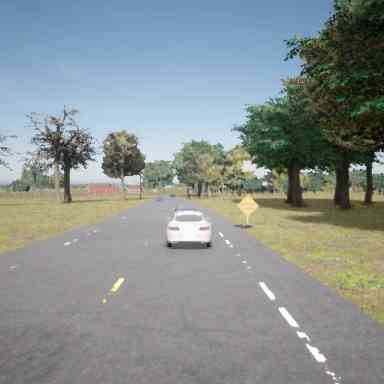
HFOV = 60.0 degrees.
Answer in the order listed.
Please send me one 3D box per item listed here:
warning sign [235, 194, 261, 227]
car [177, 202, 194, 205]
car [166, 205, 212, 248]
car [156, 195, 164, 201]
[{"bbox_3d":[3.306,1.097,19.768,1.300,1.860,1.060,1,1,-2],"label":"warning sign"},{"bbox_3d":[-0.599,1.588,29.758,1.895,1.301,4.718,0,0,-2],"label":"car"},{"bbox_3d":[-0.149,1.523,14.696,1.812,1.442,4.674,0,0,-1],"label":"car"},{"bbox_3d":[-7.425,1.376,76.443,2.033,1.411,5.357,0,0,-6],"label":"car"}]
